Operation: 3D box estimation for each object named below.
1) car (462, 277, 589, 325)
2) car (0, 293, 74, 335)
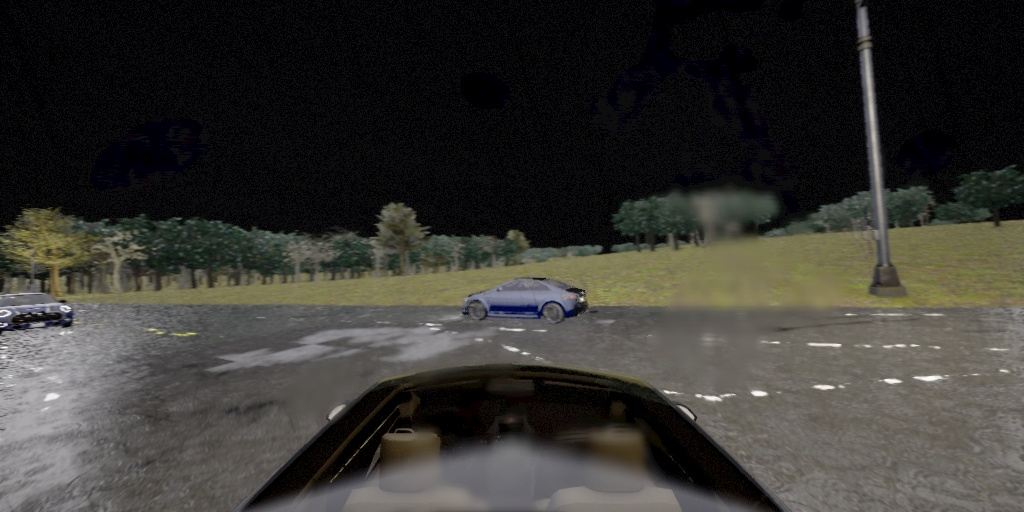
[{"bbox_3d":[0.402,1.398,11.930,4.181,1.385,1.994,-3,-1,28],"label":"car"},{"bbox_3d":[-21.891,2.454,16.153,4.553,1.767,2.097,-4,-2,29],"label":"car"}]
